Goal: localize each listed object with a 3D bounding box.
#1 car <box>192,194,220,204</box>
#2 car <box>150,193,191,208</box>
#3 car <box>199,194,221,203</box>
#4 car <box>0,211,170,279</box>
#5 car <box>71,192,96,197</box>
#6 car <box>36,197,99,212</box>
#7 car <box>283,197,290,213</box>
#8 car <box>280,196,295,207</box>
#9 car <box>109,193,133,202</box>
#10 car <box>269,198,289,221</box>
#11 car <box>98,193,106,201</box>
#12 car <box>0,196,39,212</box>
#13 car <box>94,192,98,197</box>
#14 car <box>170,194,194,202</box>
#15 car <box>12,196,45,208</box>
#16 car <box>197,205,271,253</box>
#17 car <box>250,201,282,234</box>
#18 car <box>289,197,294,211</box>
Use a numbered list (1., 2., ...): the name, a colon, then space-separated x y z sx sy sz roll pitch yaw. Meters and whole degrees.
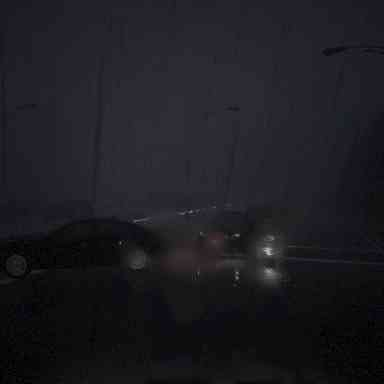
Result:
1. car: 1.626 1.125 56.792 5.027 1.636 2.152 0 0 18
2. car: -2.992 1.074 41.781 4.605 1.855 1.932 0 0 18
3. car: 3.367 1.201 62.977 3.806 1.475 1.970 0 0 18
4. car: -3.178 1.475 9.887 5.008 1.535 1.882 0 0 -16
5. car: -18.496 1.248 53.734 4.514 1.523 2.007 0 0 18
6. car: -9.052 1.356 24.212 3.633 1.501 1.845 0 0 18
7. car: 7.728 1.486 30.528 1.837 1.490 4.892 0 0 19
8. car: 15.163 1.466 52.617 2.128 1.511 4.902 0 0 18
9. car: -13.848 1.045 65.313 4.605 1.855 1.932 0 0 18
10. car: 5.854 1.474 24.963 2.128 1.511 4.902 0 0 19
11. car: -20.256 1.013 70.938 3.866 1.878 1.905 0 0 18
12. car: -15.134 1.356 29.404 3.806 1.475 1.970 0 0 18
13. car: -21.896 1.298 67.982 3.806 1.475 1.970 0 0 18
14. car: -2.145 1.257 68.698 4.514 1.523 2.007 0 0 18
15. car: -21.725 1.273 44.277 3.633 1.501 1.845 0 0 18
16. car: 1.804 1.514 13.906 1.812 1.442 4.674 0 0 24
17. car: 3.947 1.490 19.316 1.837 1.490 4.892 0 0 19
18. car: 9.764 1.543 36.568 1.994 1.385 4.181 0 0 19
